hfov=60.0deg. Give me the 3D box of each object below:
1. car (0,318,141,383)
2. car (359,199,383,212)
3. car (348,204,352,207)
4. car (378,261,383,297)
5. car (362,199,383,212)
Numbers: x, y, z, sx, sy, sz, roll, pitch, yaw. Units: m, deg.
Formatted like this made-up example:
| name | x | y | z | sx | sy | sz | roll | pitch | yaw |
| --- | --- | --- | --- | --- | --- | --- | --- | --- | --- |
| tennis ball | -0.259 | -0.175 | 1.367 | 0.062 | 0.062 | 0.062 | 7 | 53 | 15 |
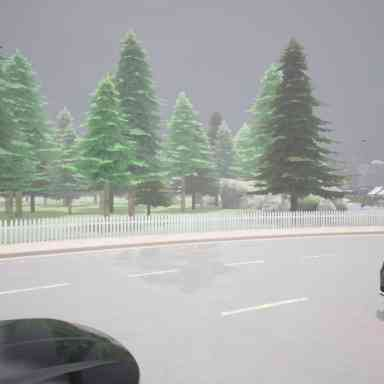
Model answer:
| name | x | y | z | sx | sy | sz | roll | pitch | yaw |
| --- | --- | --- | --- | --- | --- | --- | --- | --- | --- |
| car | -2.640 | 1.478 | 1.678 | 5.008 | 1.535 | 1.882 | 0 | 0 | -36 |
| car | 19.981 | 1.619 | 36.076 | 1.994 | 1.385 | 4.181 | 0 | 0 | -3 |
| car | 19.429 | 1.277 | 45.249 | 2.150 | 2.045 | 5.566 | 0 | 0 | -3 |
| car | 5.722 | 1.492 | 6.151 | 4.902 | 1.511 | 2.128 | 0 | 0 | -23 |
| car | 23.187 | 1.581 | 41.124 | 1.812 | 1.442 | 4.674 | 0 | 0 | -3 |
